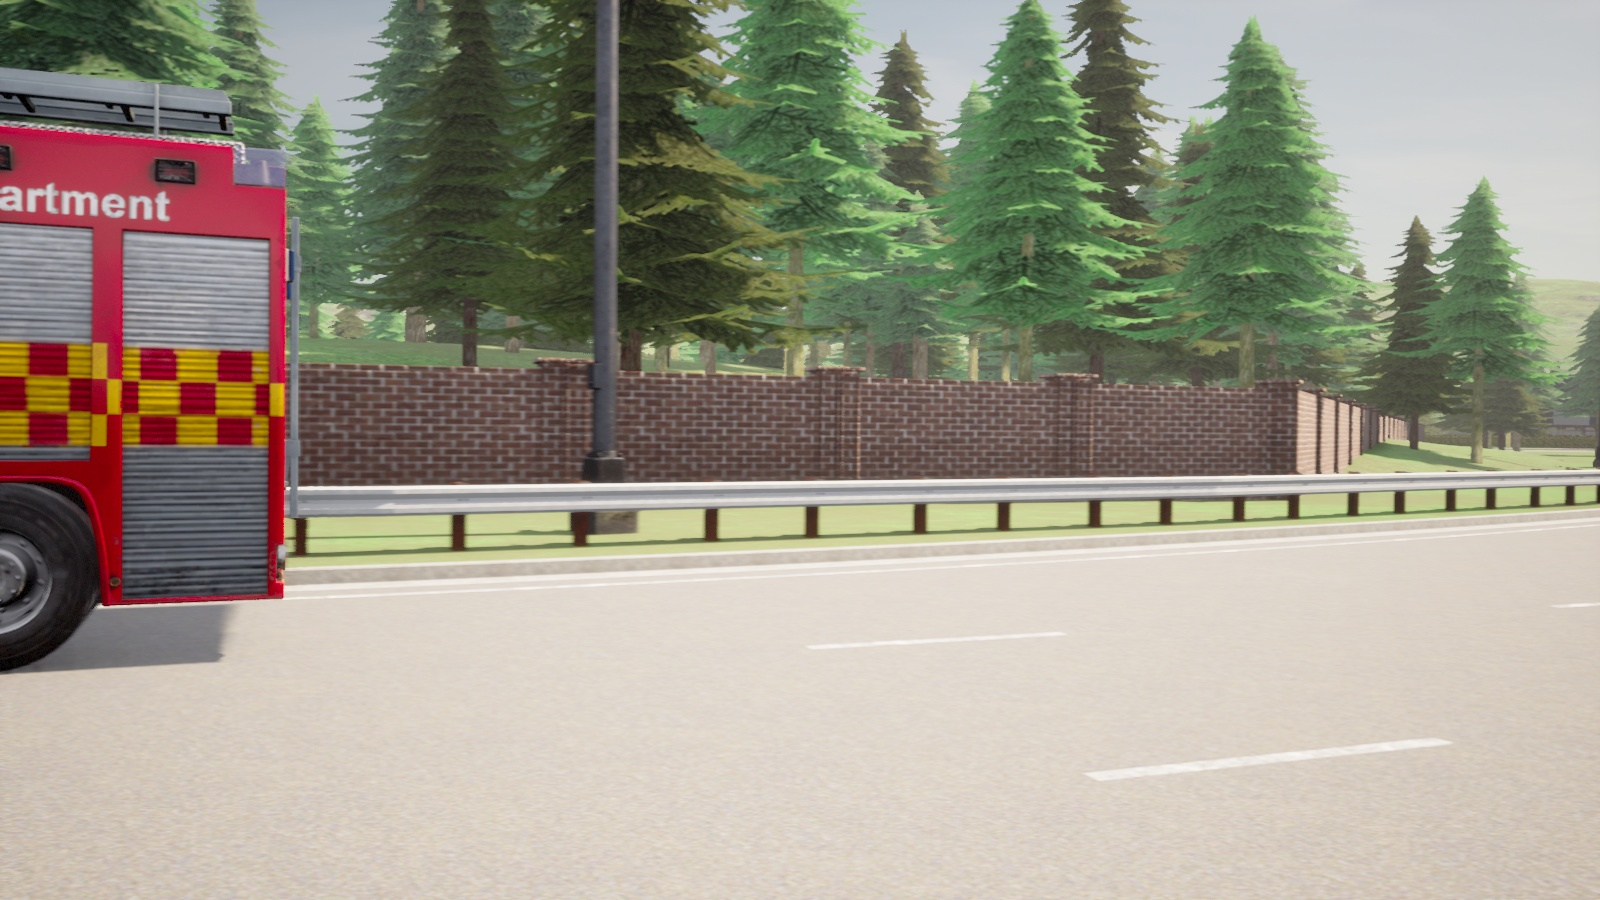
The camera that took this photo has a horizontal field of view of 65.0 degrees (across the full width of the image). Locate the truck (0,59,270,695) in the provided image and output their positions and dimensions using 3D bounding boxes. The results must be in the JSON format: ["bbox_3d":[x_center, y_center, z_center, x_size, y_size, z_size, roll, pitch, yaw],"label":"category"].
[{"bbox_3d":[-7.935,-0.408,7.825,8.468,3.827,2.891,-1,1,-23],"label":"truck"}]
